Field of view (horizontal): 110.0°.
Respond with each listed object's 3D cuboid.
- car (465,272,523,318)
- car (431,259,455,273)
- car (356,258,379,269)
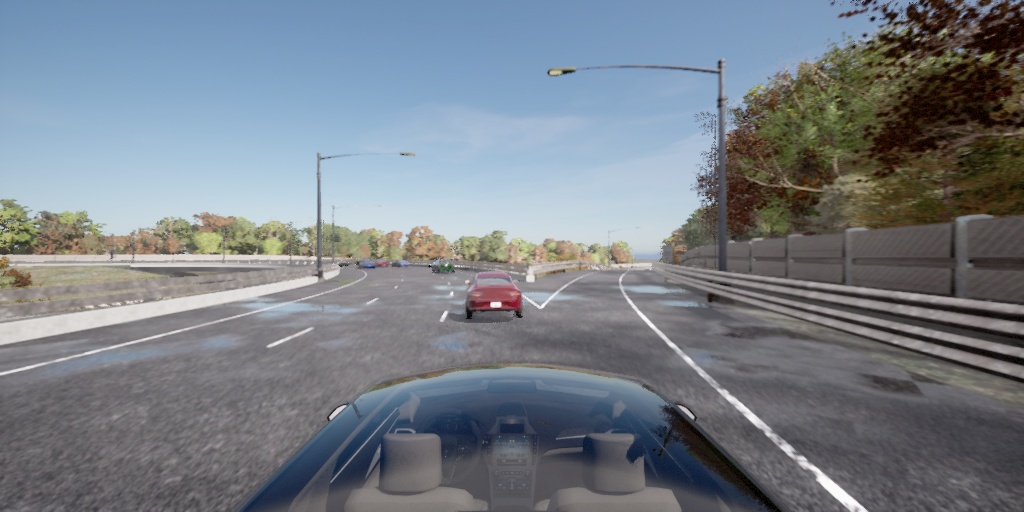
[{"bbox_3d":[-0.720,1.288,12.970,1.812,1.442,4.674,0,0,-6],"label":"car"},{"bbox_3d":[-8.528,1.150,44.028,2.097,1.767,4.553,0,0,-22],"label":"car"},{"bbox_3d":[-23.591,1.446,58.302,1.994,1.385,4.181,0,0,-35],"label":"car"}]
